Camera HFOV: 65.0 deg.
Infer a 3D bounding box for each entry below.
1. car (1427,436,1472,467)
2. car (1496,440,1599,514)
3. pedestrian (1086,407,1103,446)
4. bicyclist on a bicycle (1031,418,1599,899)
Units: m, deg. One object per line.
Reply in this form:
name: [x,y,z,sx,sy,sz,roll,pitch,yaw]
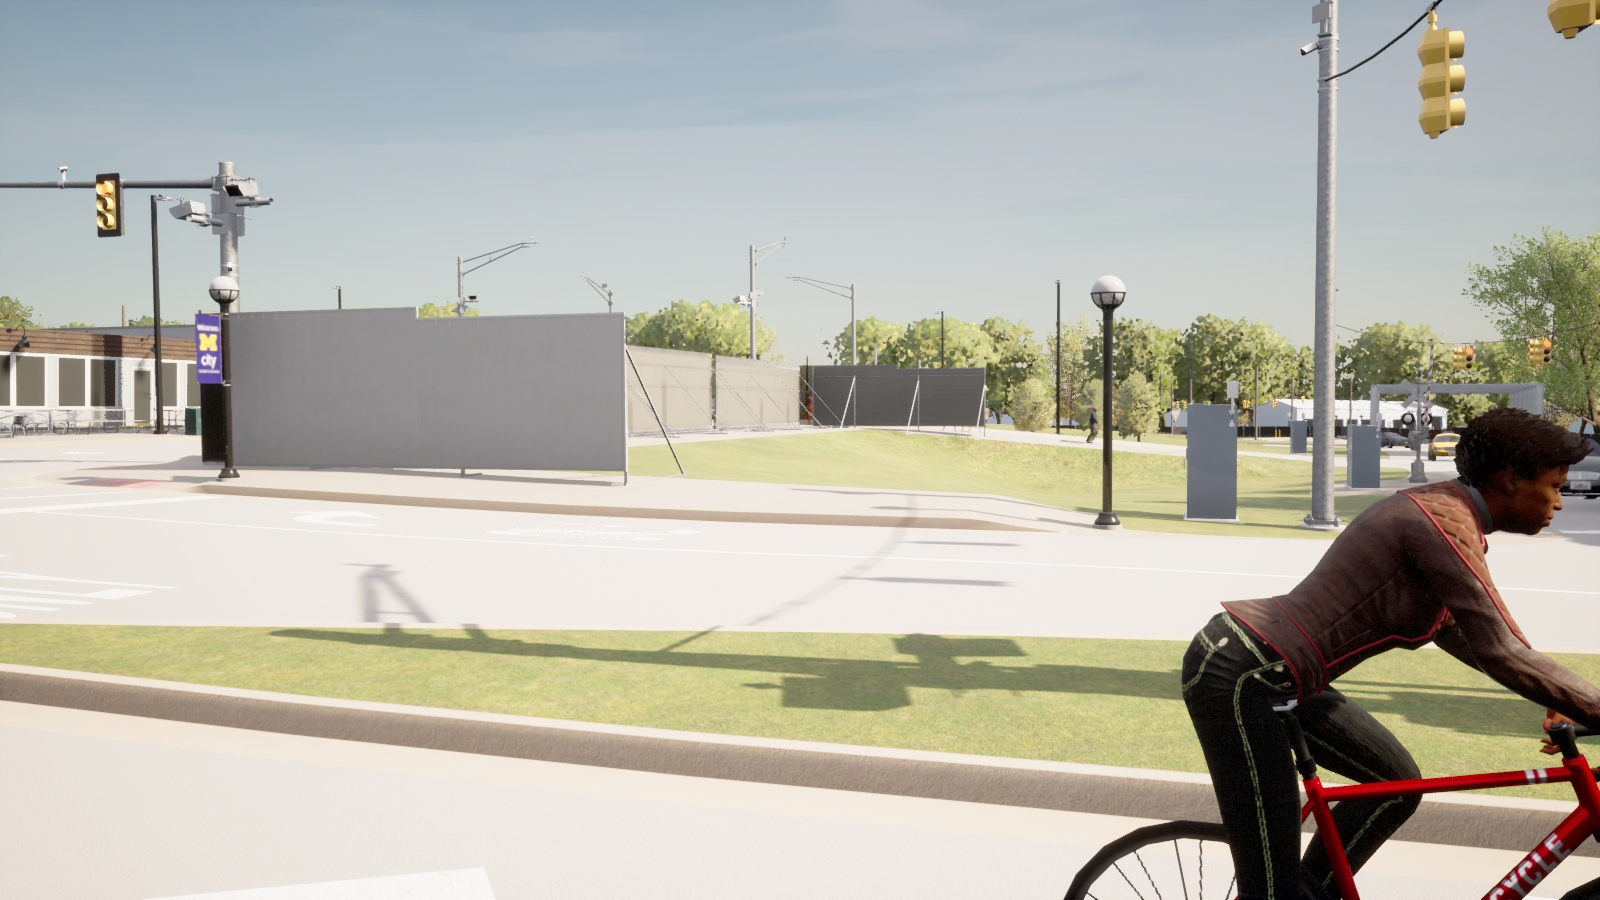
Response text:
car: [34.675,0.032,67.144,1.801,1.575,5.366,1,1,24]
car: [17.308,0.544,28.521,2.128,1.511,4.902,0,1,23]
pedestrian: [13.974,-1.107,59.623,0.726,1.842,0.402,1,3,12]
bicyclist on a bicycle: [1.377,0.746,2.727,1.656,1.620,0.582,1,1,18]
